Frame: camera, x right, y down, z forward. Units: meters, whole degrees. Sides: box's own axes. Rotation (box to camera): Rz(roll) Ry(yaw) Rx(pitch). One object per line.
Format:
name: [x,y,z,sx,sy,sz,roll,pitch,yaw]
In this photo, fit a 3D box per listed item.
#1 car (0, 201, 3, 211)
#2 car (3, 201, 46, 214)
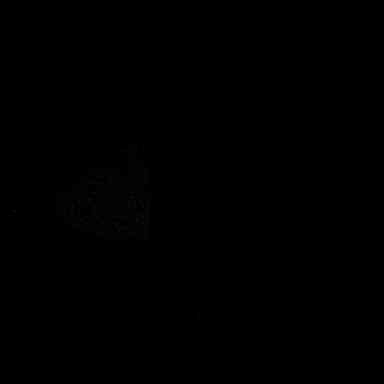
car: [-21.437,1.513,35.481,1.882,1.535,5.008,0,0,4]
car: [-17.976,1.634,36.366,1.895,1.301,4.718,0,0,6]
